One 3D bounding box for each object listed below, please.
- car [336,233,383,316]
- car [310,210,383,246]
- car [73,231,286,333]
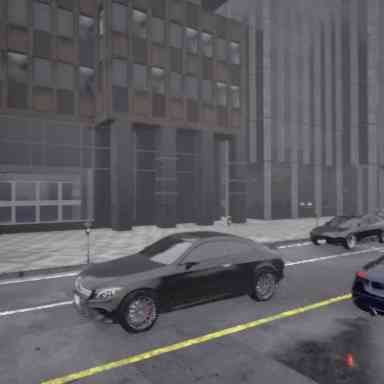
[{"bbox_3d":[5.024,1.613,6.500,4.181,1.385,1.994,0,-1,-33],"label":"car"},{"bbox_3d":[7.198,1.685,14.970,4.313,1.339,1.947,0,-1,-33],"label":"car"},{"bbox_3d":[-0.028,1.591,6.995,4.674,1.442,1.812,0,-1,-33],"label":"car"}]
